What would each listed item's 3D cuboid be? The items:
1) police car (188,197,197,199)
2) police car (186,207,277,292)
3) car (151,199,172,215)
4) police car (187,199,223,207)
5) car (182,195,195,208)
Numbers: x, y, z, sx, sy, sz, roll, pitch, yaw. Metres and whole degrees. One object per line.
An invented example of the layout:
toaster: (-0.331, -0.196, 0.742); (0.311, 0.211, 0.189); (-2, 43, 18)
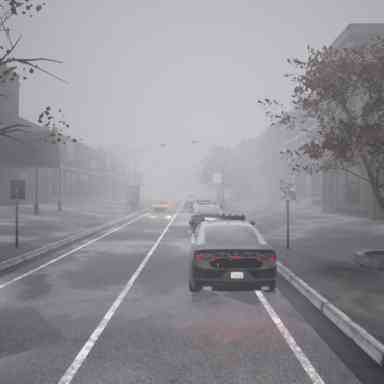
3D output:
police car: (0.836, 1.428, 25.108); (1.930, 1.638, 5.238); (0, 0, 0)
police car: (0.878, 1.426, 9.108); (1.930, 1.638, 5.238); (0, 0, 0)
car: (-3.089, 1.481, 34.343); (1.882, 1.535, 5.008); (0, 0, 0)
police car: (0.851, 1.428, 19.108); (1.930, 1.638, 5.238); (0, 0, 0)
car: (-0.106, 1.507, 46.689); (1.812, 1.442, 4.674); (0, 0, 0)
